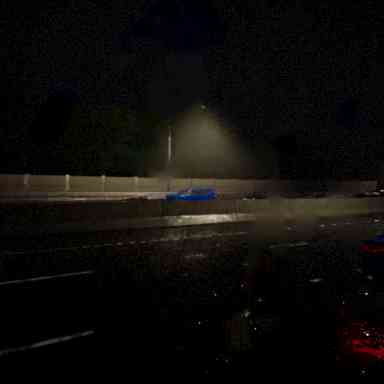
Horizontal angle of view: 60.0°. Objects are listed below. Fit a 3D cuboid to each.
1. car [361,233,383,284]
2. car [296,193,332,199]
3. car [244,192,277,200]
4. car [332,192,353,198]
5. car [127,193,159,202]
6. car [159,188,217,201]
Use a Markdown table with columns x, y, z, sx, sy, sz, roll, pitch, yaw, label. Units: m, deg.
| x | y | z | sx | sy | sz | roll | pitch | yaw | label |
| --- | --- | --- | --- | --- | --- | --- | --- | --- | --- |
| 6.105 | 1.397 | 7.943 | 5.008 | 1.535 | 1.882 | 0 | 1 | -33 | car |
| 15.682 | 0.866 | 43.720 | 4.892 | 1.490 | 1.837 | 0 | 1 | -33 | car |
| 9.015 | 0.790 | 43.524 | 4.892 | 1.490 | 1.837 | 0 | 1 | -33 | car |
| 23.884 | 0.770 | 53.357 | 4.674 | 1.442 | 1.812 | -1 | 2 | -34 | car |
| -4.130 | 0.828 | 34.837 | 5.357 | 1.411 | 2.033 | 0 | 1 | -33 | car |
| -0.085 | 0.585 | 33.297 | 5.566 | 2.045 | 2.150 | 0 | 1 | -33 | car |
